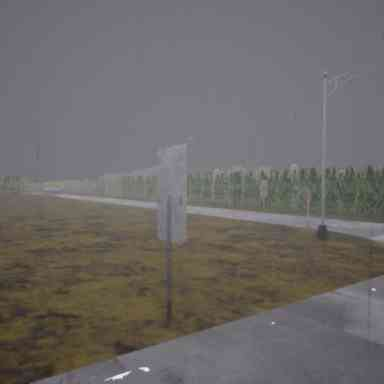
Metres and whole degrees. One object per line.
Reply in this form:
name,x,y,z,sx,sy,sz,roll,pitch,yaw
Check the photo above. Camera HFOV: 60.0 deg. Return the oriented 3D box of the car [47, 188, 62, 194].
car,-34.759,-0.164,85.040,1.882,1.535,5.008,0,1,-35
